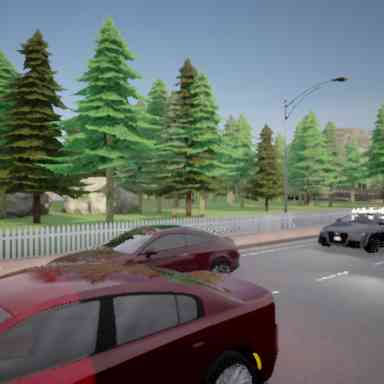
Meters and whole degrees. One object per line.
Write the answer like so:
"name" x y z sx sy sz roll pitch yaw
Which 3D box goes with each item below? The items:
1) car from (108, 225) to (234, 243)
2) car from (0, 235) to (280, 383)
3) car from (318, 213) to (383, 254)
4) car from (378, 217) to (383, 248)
"car" -0.901 1.523 7.679 4.674 1.442 1.812 0 0 -37
"car" -1.331 1.477 3.017 5.008 1.535 1.882 0 0 -37
"car" 7.021 1.552 13.567 4.181 1.385 1.994 0 0 -36
"car" 7.558 1.495 9.613 4.892 1.490 1.837 0 0 -36
